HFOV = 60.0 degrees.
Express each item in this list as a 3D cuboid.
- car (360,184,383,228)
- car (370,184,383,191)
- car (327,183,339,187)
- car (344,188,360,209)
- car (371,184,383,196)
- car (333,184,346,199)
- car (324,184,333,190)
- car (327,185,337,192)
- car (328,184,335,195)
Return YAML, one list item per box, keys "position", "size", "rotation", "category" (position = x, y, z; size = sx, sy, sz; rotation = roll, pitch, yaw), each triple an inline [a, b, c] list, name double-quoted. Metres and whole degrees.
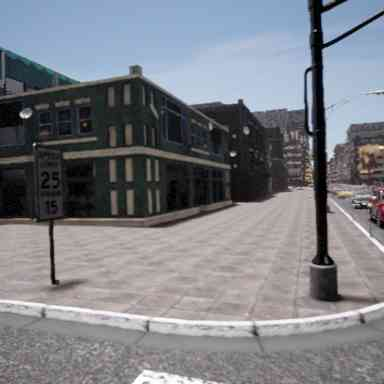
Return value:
- position: [10.183, 0.697, 16.780]
  size: [2.192, 1.841, 5.009]
  rotation: [-1, 1, 20]
  category: "car"
- position: [36.884, -0.897, 66.141]
  size: [1.947, 1.339, 4.313]
  rotation: [-1, 1, 20]
  category: "car"
- position: [25.233, -0.593, 58.540]
  size: [2.192, 1.841, 5.009]
  rotation: [-1, 1, 20]
  category: "car"
- position: [13.953, 0.610, 27.224]
  size: [2.008, 1.369, 4.403]
  rotation: [-1, 1, 20]
  category: "car"
- position: [27.800, -0.323, 48.878]
  size: [1.837, 1.490, 4.892]
  rotation: [-2, 1, 20]
  category: "car"
- position: [19.539, 0.105, 42.724]
  size: [1.752, 1.417, 4.829]
  rotation: [-1, 1, 20]
  category: "car"
- position: [34.645, -1.271, 84.642]
  size: [1.967, 1.590, 4.097]
  rotation: [-1, 1, 20]
  category: "car"
- position: [28.945, -0.700, 68.824]
  size: [1.752, 1.417, 4.829]
  rotation: [-1, 1, 20]
  category: "car"
- position: [23.360, -0.197, 53.324]
  size: [2.008, 1.369, 4.403]
  rotation: [-1, 1, 20]
  category: "car"
